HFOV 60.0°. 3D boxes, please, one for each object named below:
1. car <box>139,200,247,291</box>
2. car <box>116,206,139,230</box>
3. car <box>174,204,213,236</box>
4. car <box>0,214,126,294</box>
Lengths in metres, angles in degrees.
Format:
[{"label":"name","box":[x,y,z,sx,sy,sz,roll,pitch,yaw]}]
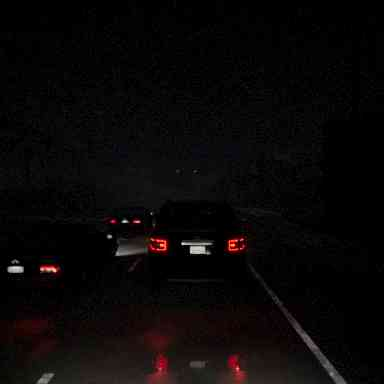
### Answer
[{"label":"car","box":[0.094,1.221,9.148,2.150,2.045,5.566,0,0,0]},{"label":"car","box":[-3.413,1.548,19.405,2.033,1.411,5.357,0,0,0]},{"label":"car","box":[0.090,1.548,19.809,2.033,1.411,5.357,0,0,0]},{"label":"car","box":[-3.411,1.548,8.949,2.033,1.411,5.357,0,0,0]}]
